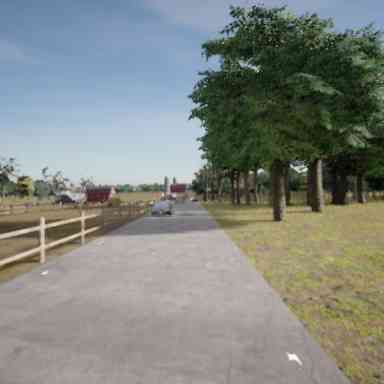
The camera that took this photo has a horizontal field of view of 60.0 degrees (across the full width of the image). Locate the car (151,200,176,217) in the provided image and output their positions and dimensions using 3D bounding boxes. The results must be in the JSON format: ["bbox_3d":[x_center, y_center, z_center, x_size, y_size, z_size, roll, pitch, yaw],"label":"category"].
[{"bbox_3d":[-2.846,1.615,32.580,1.812,1.442,4.674,0,0,0],"label":"car"}]

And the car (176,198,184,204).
[{"bbox_3d":[-2.751,1.929,73.677,1.994,1.385,4.181,0,-1,0],"label":"car"}]
